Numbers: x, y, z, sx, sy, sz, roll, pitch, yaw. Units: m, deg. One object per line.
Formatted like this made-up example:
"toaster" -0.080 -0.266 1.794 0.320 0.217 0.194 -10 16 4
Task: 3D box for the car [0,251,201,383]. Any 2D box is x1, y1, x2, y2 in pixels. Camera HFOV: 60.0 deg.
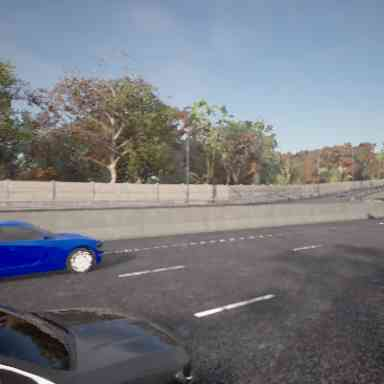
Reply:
"car" -2.160 1.502 2.204 4.892 1.490 1.837 0 0 -36

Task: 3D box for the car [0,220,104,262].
"car" -4.860 1.481 8.877 5.008 1.535 1.882 0 0 -36
